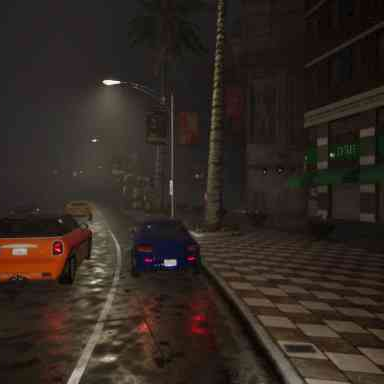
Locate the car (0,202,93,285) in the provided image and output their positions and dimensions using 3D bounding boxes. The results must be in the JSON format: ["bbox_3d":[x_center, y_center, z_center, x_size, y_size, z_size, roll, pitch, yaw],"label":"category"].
[{"bbox_3d":[-4.173,1.349,9.503,2.097,1.767,4.553,0,0,-9],"label":"car"}]

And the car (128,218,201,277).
[{"bbox_3d":[-0.947,1.524,10.194,1.812,1.442,4.674,0,0,-11],"label":"car"}]
